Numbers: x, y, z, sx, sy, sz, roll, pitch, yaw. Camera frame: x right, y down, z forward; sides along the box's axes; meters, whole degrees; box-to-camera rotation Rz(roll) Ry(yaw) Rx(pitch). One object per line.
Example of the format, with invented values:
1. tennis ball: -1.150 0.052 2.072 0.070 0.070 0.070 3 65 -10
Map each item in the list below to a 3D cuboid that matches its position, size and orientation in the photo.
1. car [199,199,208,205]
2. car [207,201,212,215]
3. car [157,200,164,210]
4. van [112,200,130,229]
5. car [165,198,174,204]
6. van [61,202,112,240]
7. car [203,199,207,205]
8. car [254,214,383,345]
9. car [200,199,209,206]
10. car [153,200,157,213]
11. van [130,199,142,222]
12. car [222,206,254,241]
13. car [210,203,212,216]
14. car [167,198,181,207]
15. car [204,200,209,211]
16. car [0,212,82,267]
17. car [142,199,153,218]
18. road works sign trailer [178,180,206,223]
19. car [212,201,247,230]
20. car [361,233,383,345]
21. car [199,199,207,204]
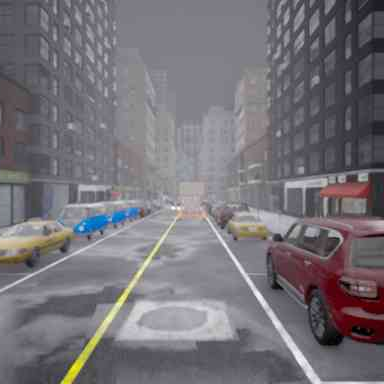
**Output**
1. car: 2.795 2.297 79.044 1.947 1.339 4.313 -1 0 0
2. car: 2.825 1.857 34.529 1.752 1.417 4.829 -1 -1 0
3. car: -5.725 1.925 51.108 1.967 1.590 4.097 -1 -1 0
4. van: -5.701 1.567 23.182 1.690 1.788 3.998 -1 -1 0
5. car: -5.754 2.323 84.621 1.887 1.381 4.507 -1 0 0
6. van: -5.695 1.514 17.596 1.690 1.788 3.998 -1 -1 0
7. car: 2.818 1.999 45.530 1.947 1.339 4.313 -1 -1 0
8. car: 2.841 1.380 6.433 2.192 1.841 5.009 -1 -1 0
9. car: 2.798 2.210 73.628 1.752 1.417 4.829 -1 0 0
10. car: -5.715 1.822 39.938 1.967 1.590 4.097 -1 -1 0
11. van: -5.706 1.619 28.768 1.690 1.788 3.998 -1 -1 0
12. car: 2.836 1.700 17.772 1.752 1.417 4.829 -1 -1 0
13. car: 2.829 1.860 28.773 1.802 1.307 4.206 -1 -1 0
14. car: -3.078 2.111 65.328 2.128 1.511 4.902 0 0 0
15. car: 2.821 1.948 39.944 1.947 1.339 4.313 -1 -1 0
16. car: -5.688 1.643 11.839 1.752 1.417 4.829 -1 -1 0
17. car: -5.711 1.645 34.354 2.192 1.841 5.009 -1 -1 0
18. road works sign trailer: -0.020 0.741 28.614 2.380 3.560 2.880 0 -1 0
19. car: 2.830 1.541 23.190 2.192 1.841 5.009 -1 -1 0
20. car: 2.845 1.325 0.847 2.192 1.841 5.009 -1 -1 0
21. car: 2.791 2.360 84.629 1.802 1.307 4.206 -1 0 0
